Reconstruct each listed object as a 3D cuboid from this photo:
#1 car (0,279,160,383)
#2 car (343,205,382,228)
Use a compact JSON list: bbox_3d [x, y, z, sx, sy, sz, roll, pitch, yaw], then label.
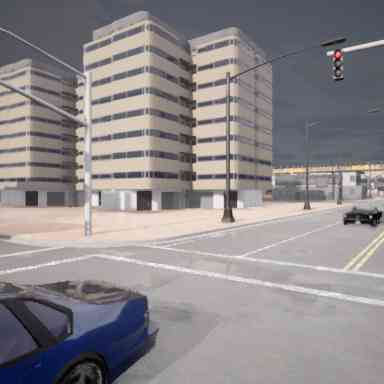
[{"bbox_3d":[-2.553,1.548,2.574,2.033,1.411,5.357,0,0,35],"label":"car"},{"bbox_3d":[11.654,1.602,22.656,1.895,1.301,4.718,0,0,35],"label":"car"}]
